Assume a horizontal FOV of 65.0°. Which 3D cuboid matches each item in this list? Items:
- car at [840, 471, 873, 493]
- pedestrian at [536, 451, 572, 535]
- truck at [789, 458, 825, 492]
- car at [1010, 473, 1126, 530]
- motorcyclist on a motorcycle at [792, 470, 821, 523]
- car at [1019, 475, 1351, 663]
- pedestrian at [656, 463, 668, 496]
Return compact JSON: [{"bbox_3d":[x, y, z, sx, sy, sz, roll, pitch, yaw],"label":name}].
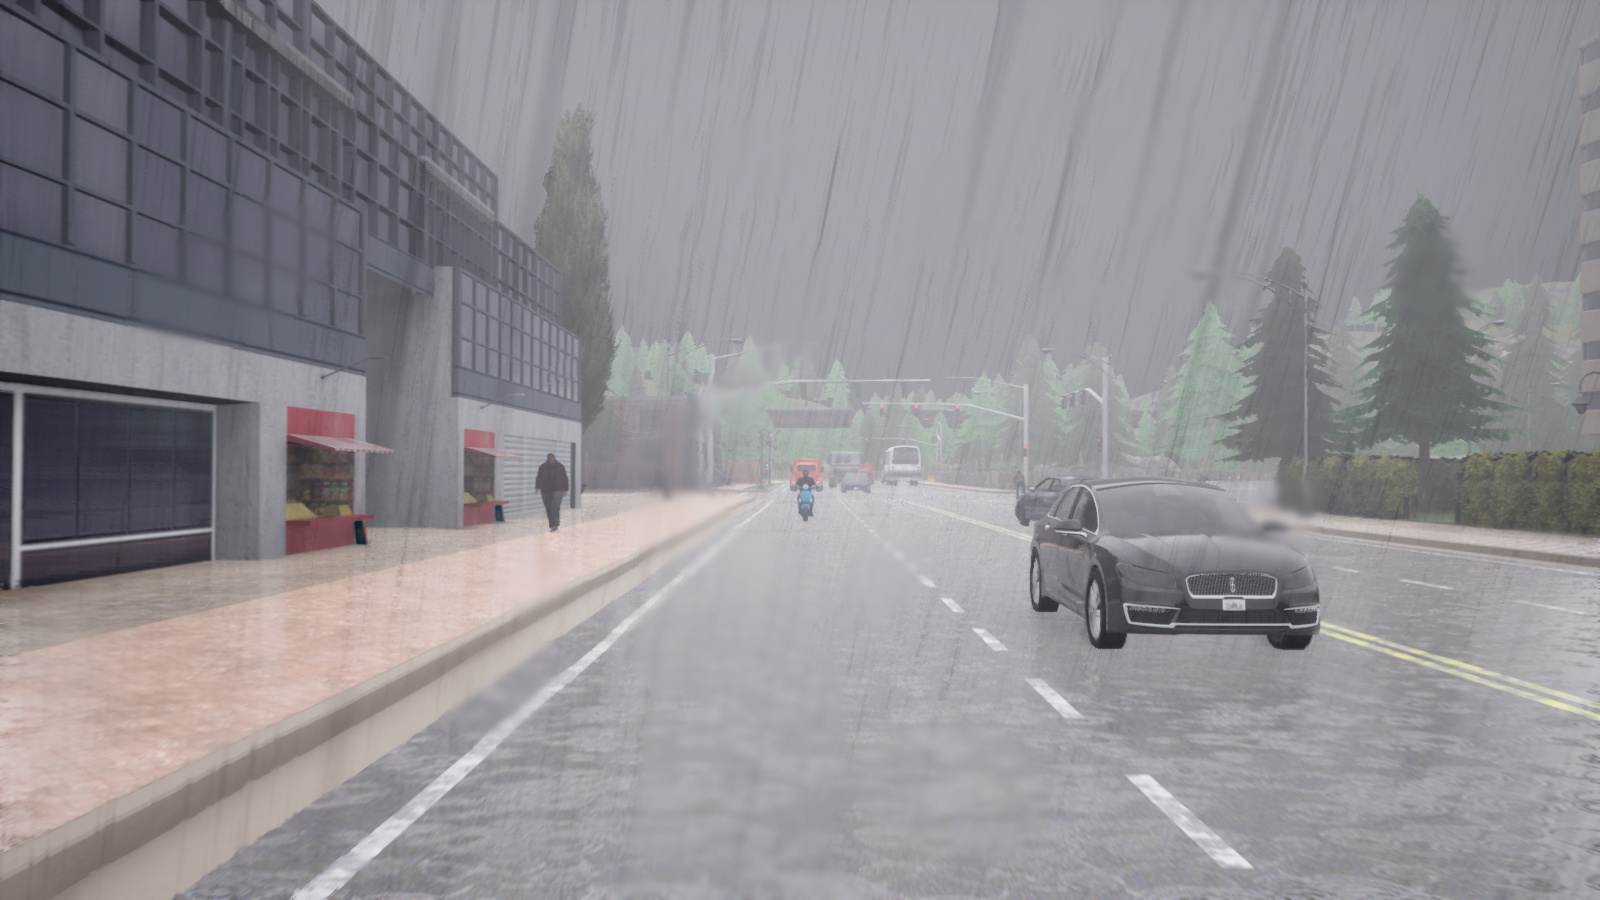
[{"bbox_3d":[3.995,2.268,89.673,2.163,1.488,4.792,0,-1,0],"label":"car"},{"bbox_3d":[-5.468,0.953,27.943,0.634,1.844,0.899,0,-1,-1],"label":"pedestrian"},{"bbox_3d":[0.529,1.892,95.541,2.627,2.467,5.204,0,-1,0],"label":"truck"},{"bbox_3d":[7.377,1.372,35.006,1.816,1.474,4.193,0,-1,-8],"label":"car"},{"bbox_3d":[0.188,1.401,38.680,0.866,1.590,1.817,0,-1,0],"label":"motorcyclist on a motorcycle"},{"bbox_3d":[3.529,1.011,12.572,1.837,1.490,4.892,0,-1,0],"label":"car"},{"bbox_3d":[-7.825,1.672,71.274,0.709,1.840,0.431,0,-1,-6],"label":"pedestrian"}]
